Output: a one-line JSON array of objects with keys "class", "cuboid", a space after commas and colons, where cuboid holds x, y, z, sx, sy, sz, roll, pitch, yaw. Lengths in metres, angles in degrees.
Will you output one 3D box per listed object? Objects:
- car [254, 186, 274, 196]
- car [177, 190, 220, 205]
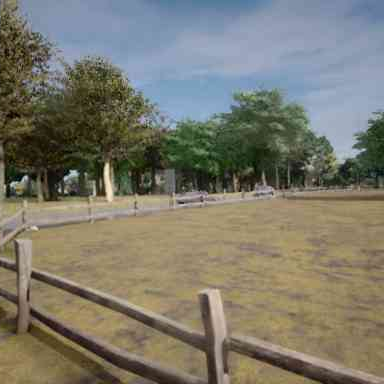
[{"class": "car", "cuboid": [11.899, -0.224, 54.998, 2.097, 1.767, 4.553, -3, 0, 35]}, {"class": "car", "cuboid": [0.698, 0.553, 33.108, 2.033, 1.411, 5.357, -3, 0, 35]}]
